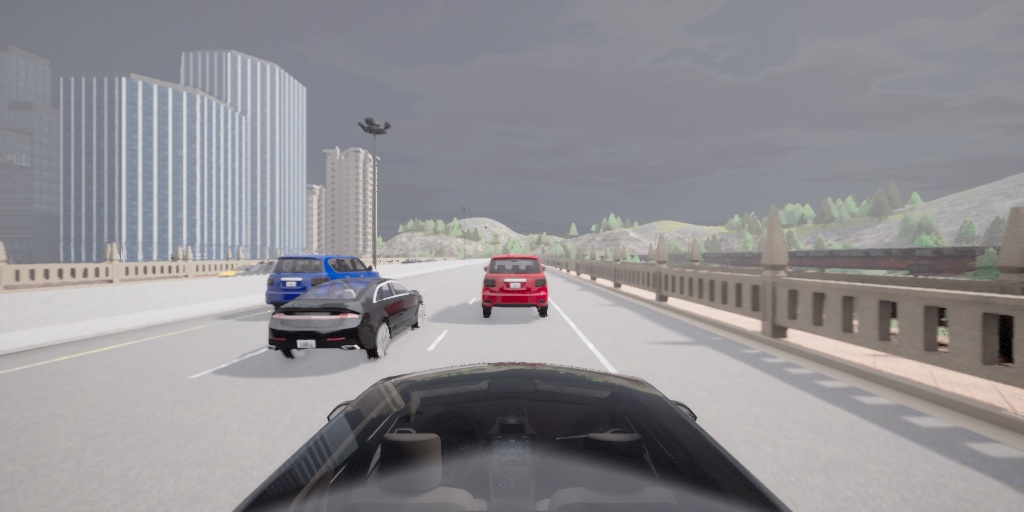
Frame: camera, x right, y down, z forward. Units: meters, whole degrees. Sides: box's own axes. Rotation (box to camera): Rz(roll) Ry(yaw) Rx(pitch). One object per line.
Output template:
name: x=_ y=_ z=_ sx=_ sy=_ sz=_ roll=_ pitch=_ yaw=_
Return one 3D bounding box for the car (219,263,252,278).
car: x=-14.106 y=1.101 z=20.985 sx=2.097 sy=1.767 sz=4.553 roll=0 pitch=0 yaw=0

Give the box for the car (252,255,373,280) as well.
car: x=-6.905 y=0.971 z=13.892 sx=2.150 sy=2.045 sz=5.566 roll=0 pitch=0 yaw=0

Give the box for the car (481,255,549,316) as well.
car: x=0.095 y=0.971 z=13.401 sx=2.150 sy=2.045 sz=5.566 roll=0 pitch=0 yaw=0

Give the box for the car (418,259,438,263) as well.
car: x=-13.931 y=1.241 z=61.485 sx=2.128 sy=1.511 sz=4.902 roll=0 pitch=0 yaw=2

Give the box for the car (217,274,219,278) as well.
car: x=-17.607 y=1.227 z=24.539 sx=1.882 sy=1.535 sz=5.008 roll=0 pitch=0 yaw=0

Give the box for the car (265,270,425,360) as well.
car: x=-3.404 y=1.241 z=8.356 sx=2.128 sy=1.511 sz=4.902 roll=0 pitch=0 yaw=0
